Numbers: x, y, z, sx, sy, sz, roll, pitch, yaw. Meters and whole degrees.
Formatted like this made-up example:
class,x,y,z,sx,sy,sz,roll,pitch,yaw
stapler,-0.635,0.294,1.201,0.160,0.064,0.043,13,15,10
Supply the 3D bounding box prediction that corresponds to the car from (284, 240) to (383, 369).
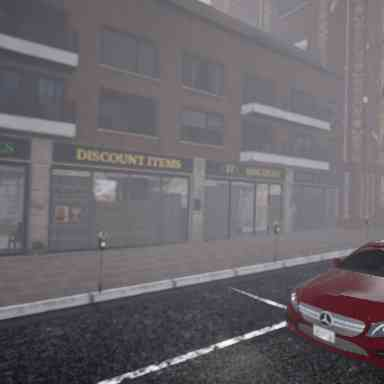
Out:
class,x,y,z,sx,sy,sz,roll,pitch,yaw
car,3.593,1.583,5.620,4.674,1.442,1.812,1,0,-35
